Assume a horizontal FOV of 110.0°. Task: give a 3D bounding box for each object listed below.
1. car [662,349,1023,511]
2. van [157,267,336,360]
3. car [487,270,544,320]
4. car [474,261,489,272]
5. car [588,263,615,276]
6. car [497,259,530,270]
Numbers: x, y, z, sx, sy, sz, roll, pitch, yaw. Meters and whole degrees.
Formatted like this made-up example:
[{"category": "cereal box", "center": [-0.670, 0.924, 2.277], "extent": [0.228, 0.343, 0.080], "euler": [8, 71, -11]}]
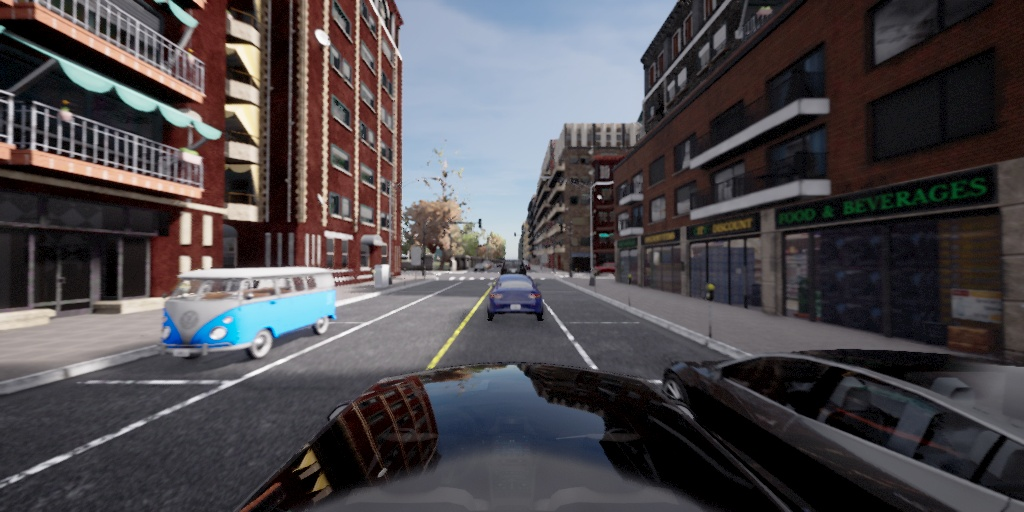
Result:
[{"category": "car", "center": [2.692, 1.326, 2.599], "extent": [1.948, 1.339, 4.313], "euler": [0, 0, 0]}, {"category": "van", "center": [-5.688, 1.162, 8.260], "extent": [1.690, 1.789, 3.998], "euler": [0, 0, 0]}, {"category": "car", "center": [0.101, 1.400, 13.084], "extent": [1.812, 1.442, 4.674], "euler": [0, -1, 0]}, {"category": "car", "center": [-5.678, 2.034, 63.305], "extent": [1.948, 1.339, 4.313], "euler": [0, 0, 0]}, {"category": "car", "center": [13.459, 1.914, 50.958], "extent": [5.009, 1.841, 2.192], "euler": [0, 0, -1]}, {"category": "car", "center": [0.105, 1.286, 29.781], "extent": [2.150, 2.045, 5.566], "euler": [0, -1, 0]}]
